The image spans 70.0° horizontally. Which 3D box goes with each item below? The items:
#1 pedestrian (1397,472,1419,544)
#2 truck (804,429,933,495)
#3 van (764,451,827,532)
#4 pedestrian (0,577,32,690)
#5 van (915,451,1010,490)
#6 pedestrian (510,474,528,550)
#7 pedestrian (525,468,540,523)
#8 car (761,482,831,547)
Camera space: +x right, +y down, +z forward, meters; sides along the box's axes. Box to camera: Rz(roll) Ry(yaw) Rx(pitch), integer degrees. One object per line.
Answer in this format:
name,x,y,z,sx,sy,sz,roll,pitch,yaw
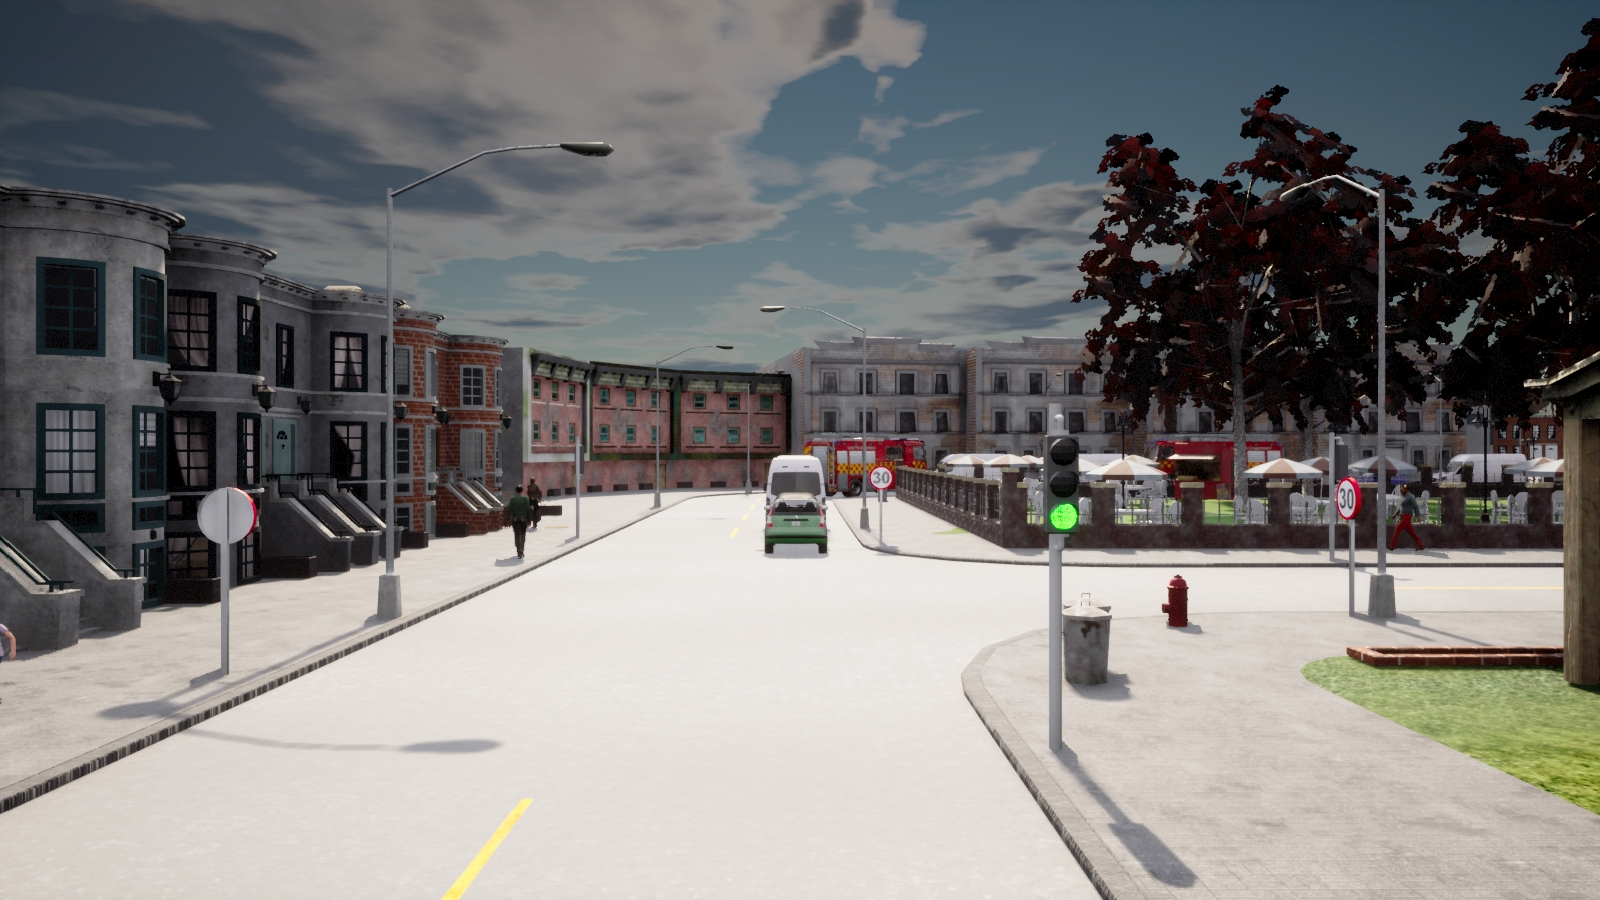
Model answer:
pedestrian,15.960,1.517,29.982,0.375,1.860,0.375,0,0,1
truck,4.295,0.672,70.228,8.468,3.827,2.891,0,0,-43
van,-0.147,1.315,39.074,1.988,2.561,5.915,0,0,0
pedestrian,-8.440,1.904,11.932,0.500,1.100,0.500,0,0,-2
van,10.550,1.314,74.428,5.915,2.561,1.988,0,0,0
pedestrian,-6.954,1.524,28.303,0.375,1.860,0.375,0,0,-7
pedestrian,-9.024,1.524,38.581,0.375,1.860,0.375,0,0,7
car,-0.119,1.779,32.373,1.851,1.617,3.988,0,0,0
